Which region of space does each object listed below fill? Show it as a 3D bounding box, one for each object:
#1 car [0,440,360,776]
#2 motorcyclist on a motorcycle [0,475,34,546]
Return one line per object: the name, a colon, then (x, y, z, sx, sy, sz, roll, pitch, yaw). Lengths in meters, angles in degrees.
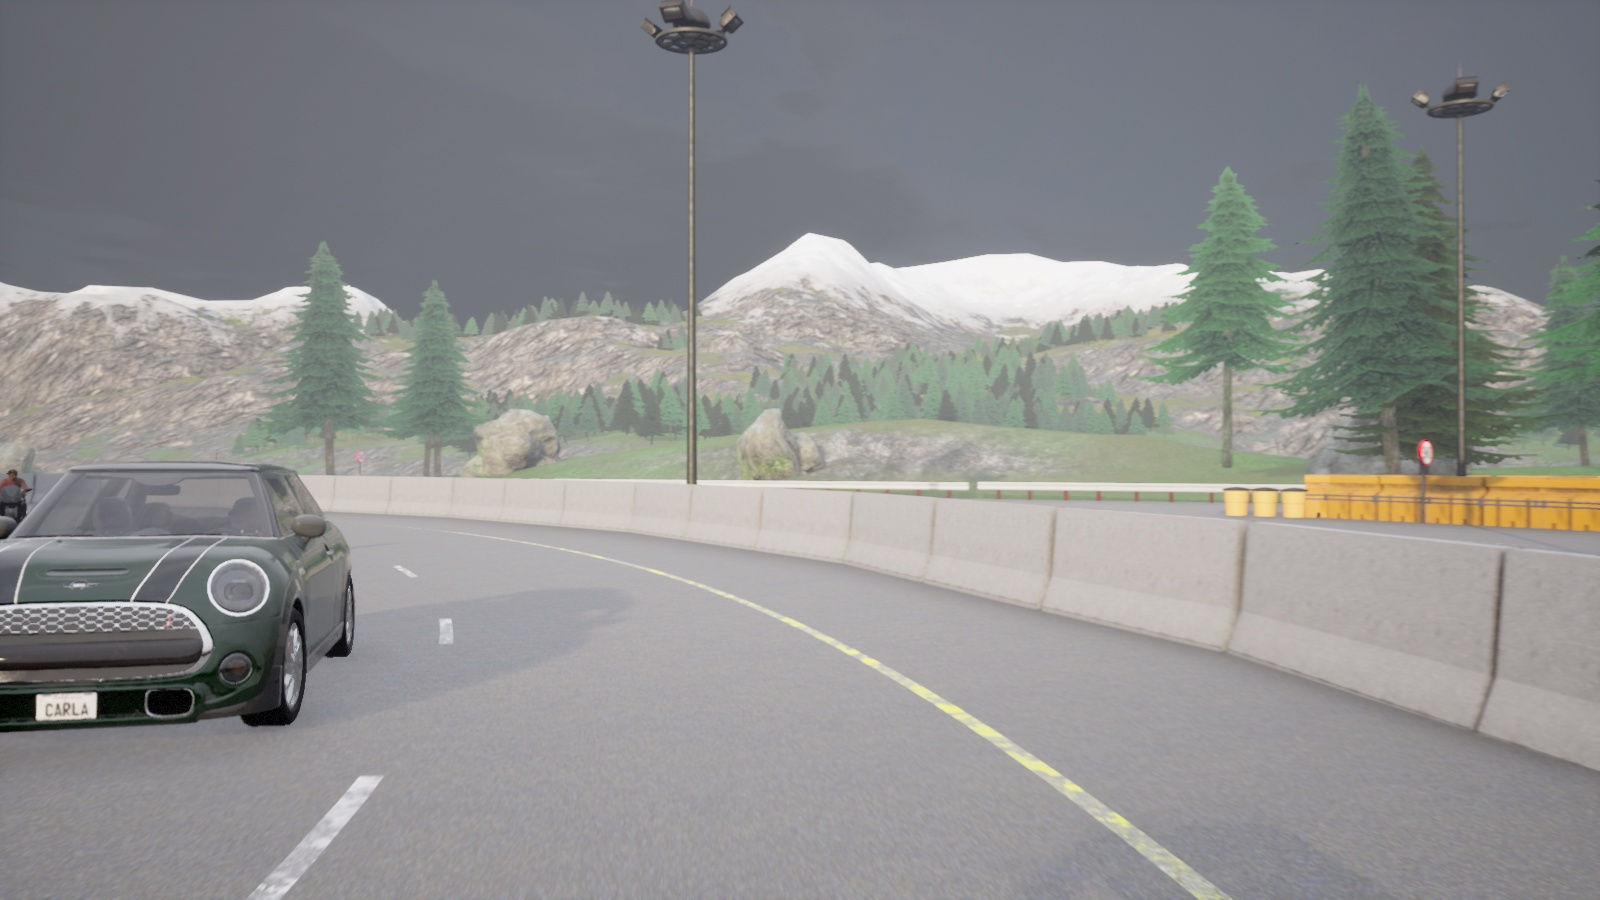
car: (-4.470, 0.885, 8.907, 2.097, 1.767, 4.553, 0, -1, -14)
motorcyclist on a motorcycle: (-17.791, 1.335, 28.364, 0.797, 1.523, 2.044, 0, -1, -30)
